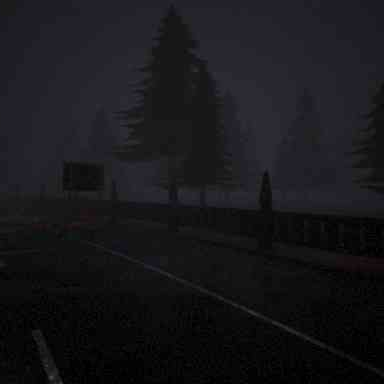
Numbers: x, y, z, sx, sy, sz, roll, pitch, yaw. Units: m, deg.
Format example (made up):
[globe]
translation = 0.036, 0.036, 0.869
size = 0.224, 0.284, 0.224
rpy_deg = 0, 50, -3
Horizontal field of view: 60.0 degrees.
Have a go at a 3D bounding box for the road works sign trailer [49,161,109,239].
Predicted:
[road works sign trailer]
translation = -5.009, 0.355, 15.992
size = 2.880, 3.560, 2.380
rpy_deg = 1, 0, 32
